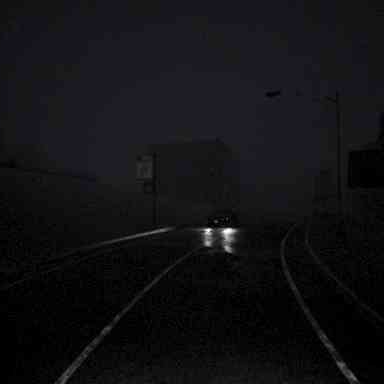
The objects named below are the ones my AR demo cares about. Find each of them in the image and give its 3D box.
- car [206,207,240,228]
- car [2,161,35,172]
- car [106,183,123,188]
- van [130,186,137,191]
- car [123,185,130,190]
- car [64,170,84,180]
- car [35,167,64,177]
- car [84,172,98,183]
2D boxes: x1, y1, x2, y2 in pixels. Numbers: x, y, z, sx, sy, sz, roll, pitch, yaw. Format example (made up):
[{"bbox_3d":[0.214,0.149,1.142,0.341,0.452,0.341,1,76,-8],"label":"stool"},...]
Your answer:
[{"bbox_3d":[2.567,1.966,26.548,1.837,1.490,4.892,-1,-2,20],"label":"car"},{"bbox_3d":[-19.816,-2.560,36.131,2.002,1.452,4.674,-1,-3,13],"label":"car"},{"bbox_3d":[-15.469,-0.922,63.438,2.002,1.452,4.674,0,-4,6],"label":"car"},{"bbox_3d":[-14.473,-0.365,74.597,1.878,1.987,4.442,0,-4,5],"label":"van"},{"bbox_3d":[-14.936,-0.527,68.941,2.002,1.452,4.674,0,-4,5],"label":"car"},{"bbox_3d":[-17.738,-2.138,46.984,2.185,1.767,4.553,0,-3,10],"label":"car"},{"bbox_3d":[-18.737,-2.321,41.439,2.231,1.521,4.892,0,-3,11],"label":"car"},{"bbox_3d":[-16.846,-1.933,52.520,2.435,2.045,5.566,0,-3,9],"label":"car"}]
